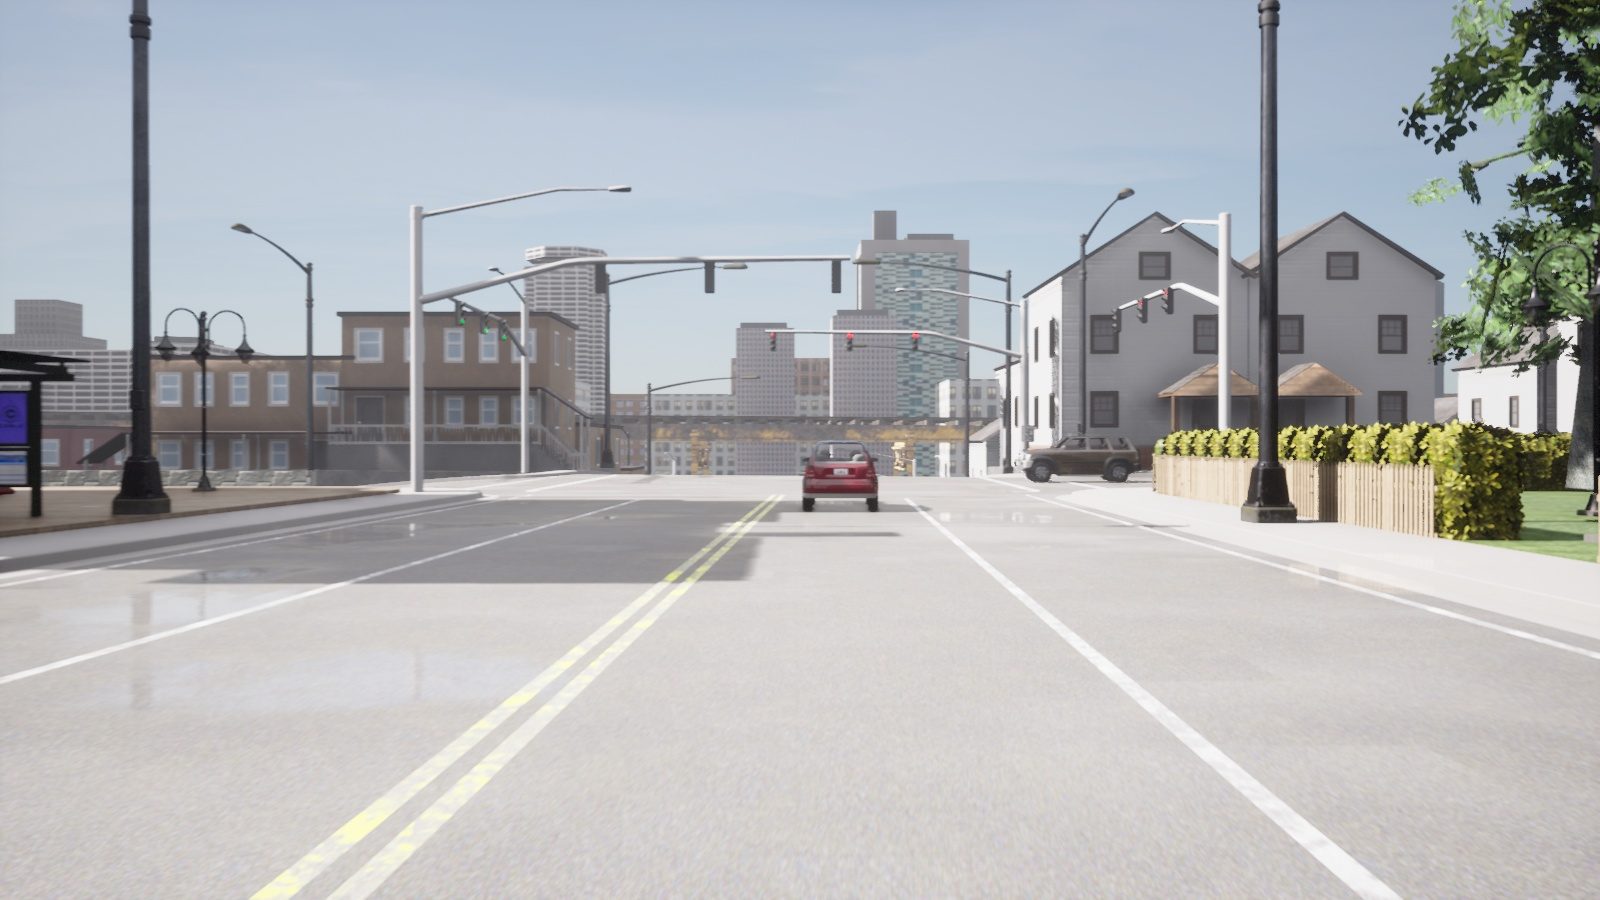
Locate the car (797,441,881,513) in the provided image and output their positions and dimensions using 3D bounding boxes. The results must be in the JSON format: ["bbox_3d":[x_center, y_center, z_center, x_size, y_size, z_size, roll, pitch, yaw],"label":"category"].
[{"bbox_3d":[0.892,0.565,28.658,1.789,1.549,3.705,0,0,2],"label":"car"}]

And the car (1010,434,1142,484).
[{"bbox_3d":[10.364,0.311,47.459,4.605,1.855,1.932,0,1,3],"label":"car"}]
